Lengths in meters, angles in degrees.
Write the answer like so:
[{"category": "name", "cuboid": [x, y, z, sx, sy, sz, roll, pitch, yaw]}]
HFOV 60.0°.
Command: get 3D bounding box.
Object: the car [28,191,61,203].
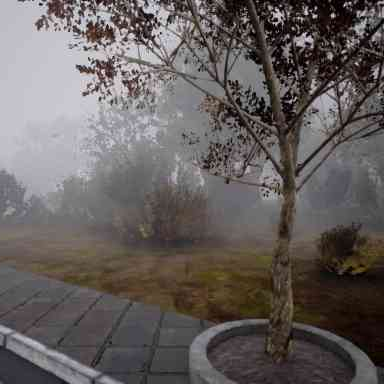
[{"category": "car", "cuboid": [-18.138, 0.938, 42.358, 2.150, 2.045, 5.566, 1, 0, 32]}]
